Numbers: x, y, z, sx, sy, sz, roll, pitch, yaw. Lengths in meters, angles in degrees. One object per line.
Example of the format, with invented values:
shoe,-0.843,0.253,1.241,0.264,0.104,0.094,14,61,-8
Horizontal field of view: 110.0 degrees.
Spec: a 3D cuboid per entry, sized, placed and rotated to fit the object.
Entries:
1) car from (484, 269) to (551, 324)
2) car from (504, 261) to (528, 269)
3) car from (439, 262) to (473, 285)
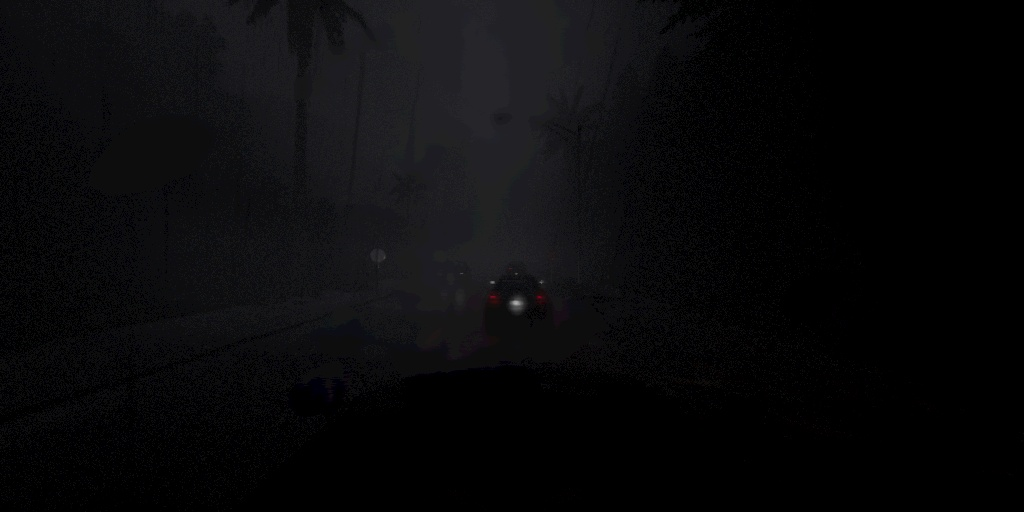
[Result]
car,0.178,1.306,11.966,1.994,1.385,4.181,0,0,1
car,0.368,1.229,32.389,1.837,1.490,4.892,0,0,1
car,-3.894,1.201,25.509,2.128,1.511,4.902,0,0,1
